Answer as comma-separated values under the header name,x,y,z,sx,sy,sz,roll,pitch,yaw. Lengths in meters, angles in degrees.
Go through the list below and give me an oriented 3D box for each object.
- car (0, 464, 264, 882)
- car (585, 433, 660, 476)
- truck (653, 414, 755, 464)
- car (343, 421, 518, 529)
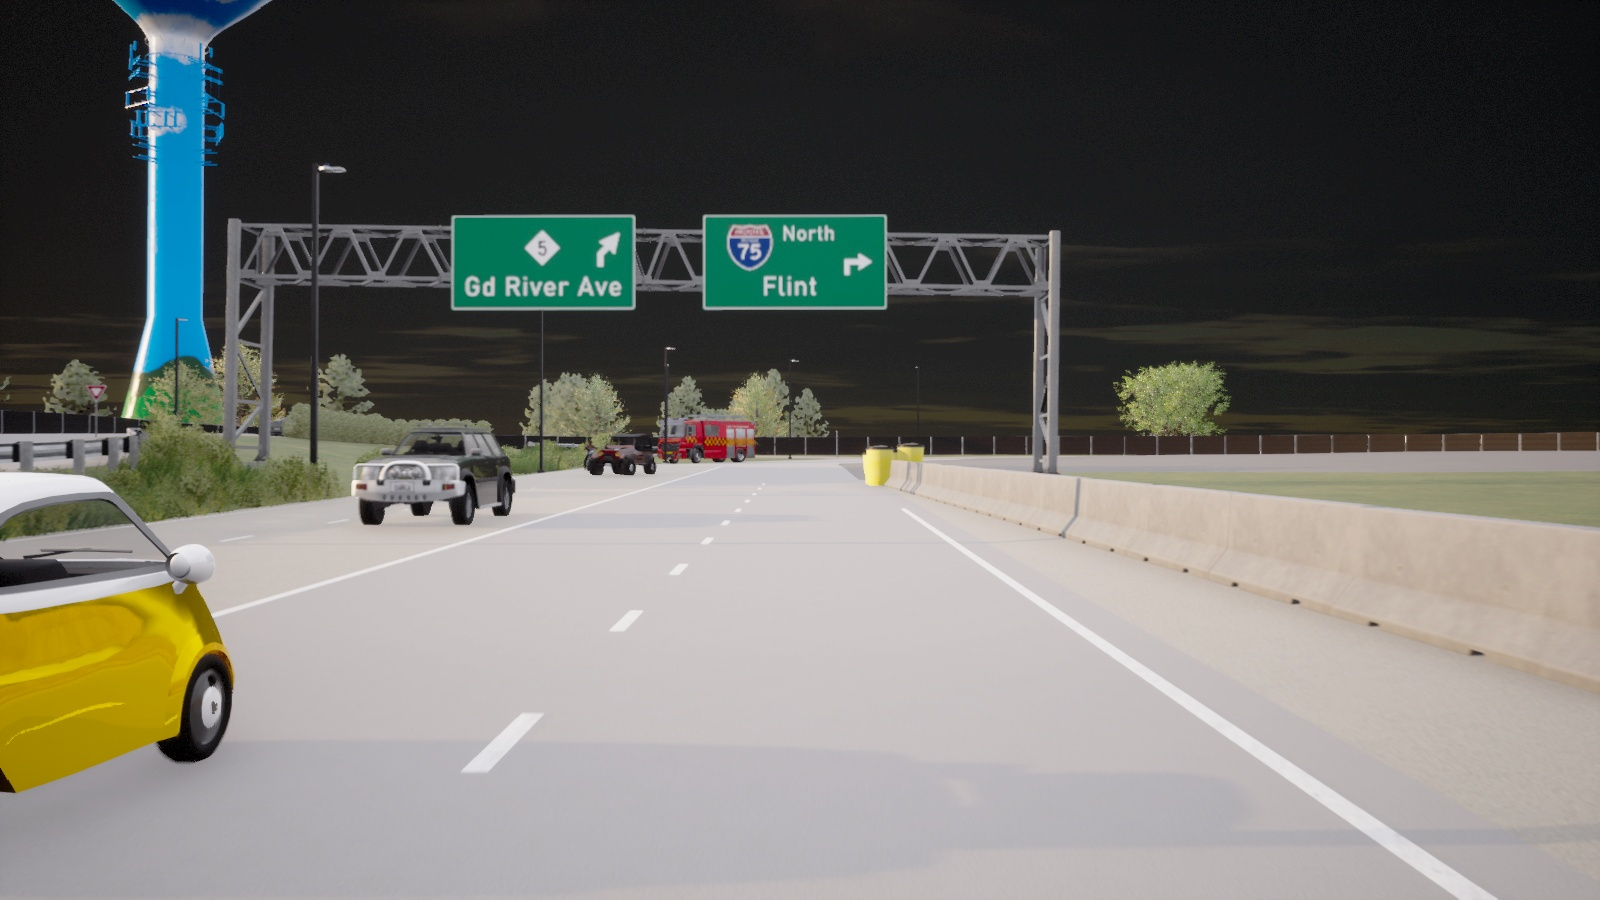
name,x,y,z,sx,sy,sz,roll,pitch,yaw
car,-3.455,0.770,5.237,1.481,1.376,2.207,0,1,0
car,-7.974,0.183,56.803,1.905,1.878,3.866,0,0,17
truck,-7.444,-0.841,98.711,2.891,3.827,8.468,0,0,39
car,-6.846,0.415,23.806,1.932,1.855,4.605,0,0,0
